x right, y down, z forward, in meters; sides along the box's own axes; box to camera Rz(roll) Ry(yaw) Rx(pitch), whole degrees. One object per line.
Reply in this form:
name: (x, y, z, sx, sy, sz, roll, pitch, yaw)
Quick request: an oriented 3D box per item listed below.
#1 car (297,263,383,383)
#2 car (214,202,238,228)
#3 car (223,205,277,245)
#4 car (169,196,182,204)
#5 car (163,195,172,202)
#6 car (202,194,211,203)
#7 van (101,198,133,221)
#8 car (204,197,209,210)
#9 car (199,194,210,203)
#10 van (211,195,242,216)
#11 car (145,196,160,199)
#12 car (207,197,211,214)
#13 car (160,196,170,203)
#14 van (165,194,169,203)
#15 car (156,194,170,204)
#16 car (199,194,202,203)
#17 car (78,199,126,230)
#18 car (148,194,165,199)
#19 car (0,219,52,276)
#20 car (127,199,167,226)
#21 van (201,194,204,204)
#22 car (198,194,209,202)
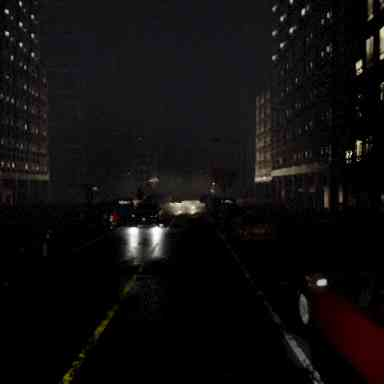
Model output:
car: (2.676, 1.546, 4.085, 1.887, 1.381, 4.507, -1, 0, 0)
car: (2.674, 1.571, 20.961, 1.947, 1.339, 4.313, -1, 0, 0)
car: (2.674, 1.529, 15.505, 1.752, 1.417, 4.829, -1, 0, 0)
car: (-3.026, 1.488, 65.256, 1.882, 1.535, 5.008, 0, 0, 0)
car: (-5.715, 1.540, 77.044, 1.752, 1.417, 4.829, -1, 0, 0)
car: (2.668, 1.450, 43.463, 1.967, 1.590, 4.097, -1, 0, 0)
van: (-5.712, 1.348, 26.585, 1.690, 1.788, 3.998, -1, 0, 0)
car: (2.672, 1.591, 37.837, 1.802, 1.307, 4.206, -1, 0, 0)
car: (2.662, 1.329, 71.590, 2.192, 1.841, 5.009, -1, 0, 0)
van: (2.669, 1.348, 26.586, 1.690, 1.788, 3.998, -1, 0, 0)
car: (-5.709, 1.560, 43.461, 2.008, 1.369, 4.403, -1, 0, 0)
car: (2.672, 1.533, 32.381, 1.752, 1.417, 4.829, -1, 0, 0)
car: (-5.713, 1.596, 71.589, 1.802, 1.307, 4.206, -1, 0, 0)
van: (-5.716, 1.354, 60.337, 1.690, 1.788, 3.998, -1, 0, 0)
car: (-5.718, 1.328, 65.963, 2.192, 1.841, 5.009, -1, 0, 0)
car: (2.667, 1.558, 65.964, 1.887, 1.381, 4.507, -1, 0, 0)
car: (-5.709, 1.445, 20.959, 1.967, 1.590, 4.097, -1, 0, 0)
car: (-5.715, 1.326, 49.086, 2.192, 1.841, 5.009, -1, 0, 0)
car: (-5.705, 1.547, 9.709, 1.887, 1.381, 4.507, -1, 0, 0)
car: (-3.102, 1.511, 23.791, 1.837, 1.490, 4.892, 0, 0, 0)
van: (2.666, 1.352, 49.088, 1.690, 1.788, 3.998, -1, 0, 0)
car: (2.661, 1.329, 77.215, 2.192, 1.841, 5.009, -1, 0, 0)
